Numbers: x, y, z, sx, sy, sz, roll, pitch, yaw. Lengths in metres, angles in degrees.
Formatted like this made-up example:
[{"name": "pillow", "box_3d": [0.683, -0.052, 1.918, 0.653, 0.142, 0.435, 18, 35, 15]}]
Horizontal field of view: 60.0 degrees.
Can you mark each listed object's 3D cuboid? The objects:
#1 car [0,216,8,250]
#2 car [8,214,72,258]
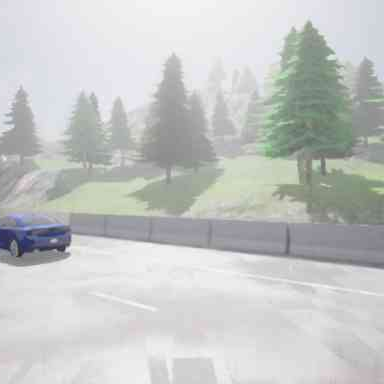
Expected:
[{"name": "car", "box_3d": [-7.764, 1.349, 9.719, 5.566, 2.045, 2.150, 0, 0, 39]}, {"name": "car", "box_3d": [-6.855, 1.617, 13.533, 5.008, 1.535, 1.882, 0, 0, 40]}]
